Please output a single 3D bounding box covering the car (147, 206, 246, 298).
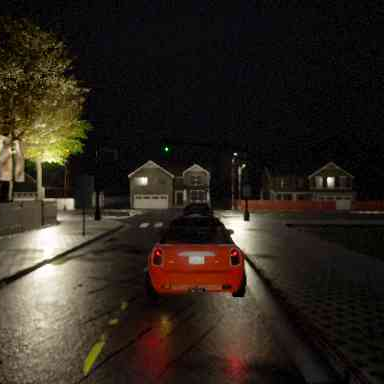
[{"bbox_3d":[0.092,1.409,8.833,2.097,1.767,4.553,0,0,0],"label":"car"}]

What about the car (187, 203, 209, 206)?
[{"bbox_3d":[0.409,1.488,21.589,2.097,1.767,4.553,0,0,4],"label":"car"}]
